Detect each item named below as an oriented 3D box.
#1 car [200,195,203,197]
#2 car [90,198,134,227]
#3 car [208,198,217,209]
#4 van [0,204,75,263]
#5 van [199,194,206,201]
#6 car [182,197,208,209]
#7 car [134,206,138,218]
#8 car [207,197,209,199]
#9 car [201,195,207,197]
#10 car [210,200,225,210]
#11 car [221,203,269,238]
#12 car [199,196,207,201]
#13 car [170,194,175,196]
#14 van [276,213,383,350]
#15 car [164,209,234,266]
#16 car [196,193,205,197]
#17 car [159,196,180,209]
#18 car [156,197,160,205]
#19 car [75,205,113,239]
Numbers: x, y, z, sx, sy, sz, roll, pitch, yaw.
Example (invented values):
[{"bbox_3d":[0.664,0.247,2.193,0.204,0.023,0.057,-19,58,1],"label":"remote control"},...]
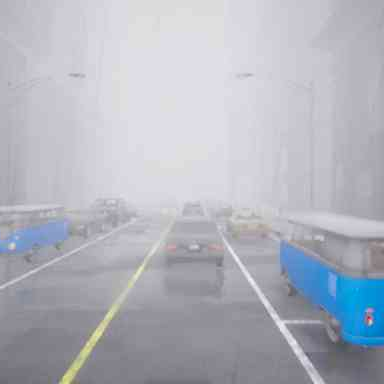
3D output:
[{"bbox_3d":[2.796,1.600,56.613,1.887,1.381,4.507,0,0,0],"label":"car"},{"bbox_3d":[-5.749,1.333,22.893,2.192,1.841,5.009,0,0,0],"label":"car"},{"bbox_3d":[2.783,1.609,34.138,1.802,1.307,4.206,0,0,0],"label":"car"},{"bbox_3d":[-5.755,1.350,11.657,1.690,1.788,3.998,0,0,0],"label":"van"},{"bbox_3d":[2.816,1.444,90.327,1.690,1.788,3.998,0,0,0],"label":"van"},{"bbox_3d":[0.104,1.517,31.438,2.128,1.511,4.902,0,0,0],"label":"car"},{"bbox_3d":[-5.746,1.548,28.342,1.752,1.417,4.829,0,0,0],"label":"car"},{"bbox_3d":[2.786,1.559,39.927,1.752,1.417,4.829,0,0,0],"label":"car"},{"bbox_3d":[2.792,1.614,50.995,1.947,1.339,4.313,0,0,0],"label":"car"},{"bbox_3d":[2.780,1.605,28.520,1.802,1.307,4.206,0,0,0],"label":"car"},{"bbox_3d":[2.773,1.539,17.452,1.752,1.417,4.829,0,0,0],"label":"car"},{"bbox_3d":[2.812,1.645,84.707,2.008,1.369,4.403,0,0,0],"label":"car"},{"bbox_3d":[-5.716,1.630,79.077,1.887,1.381,4.507,0,0,0],"label":"car"},{"bbox_3d":[2.766,1.346,6.044,1.690,1.788,3.998,0,0,0],"label":"van"},{"bbox_3d":[0.072,1.557,11.582,2.033,1.411,5.357,0,0,0],"label":"car"},{"bbox_3d":[2.428,1.428,69.262,2.097,1.767,4.553,0,0,0],"label":"car"},{"bbox_3d":[-3.060,1.605,46.430,1.994,1.385,4.181,0,0,0],"label":"car"},{"bbox_3d":[-5.726,1.644,62.222,1.802,1.307,4.206,0,0,0],"label":"car"},{"bbox_3d":[-5.752,1.564,17.275,2.008,1.369,4.403,0,0,0],"label":"car"}]
